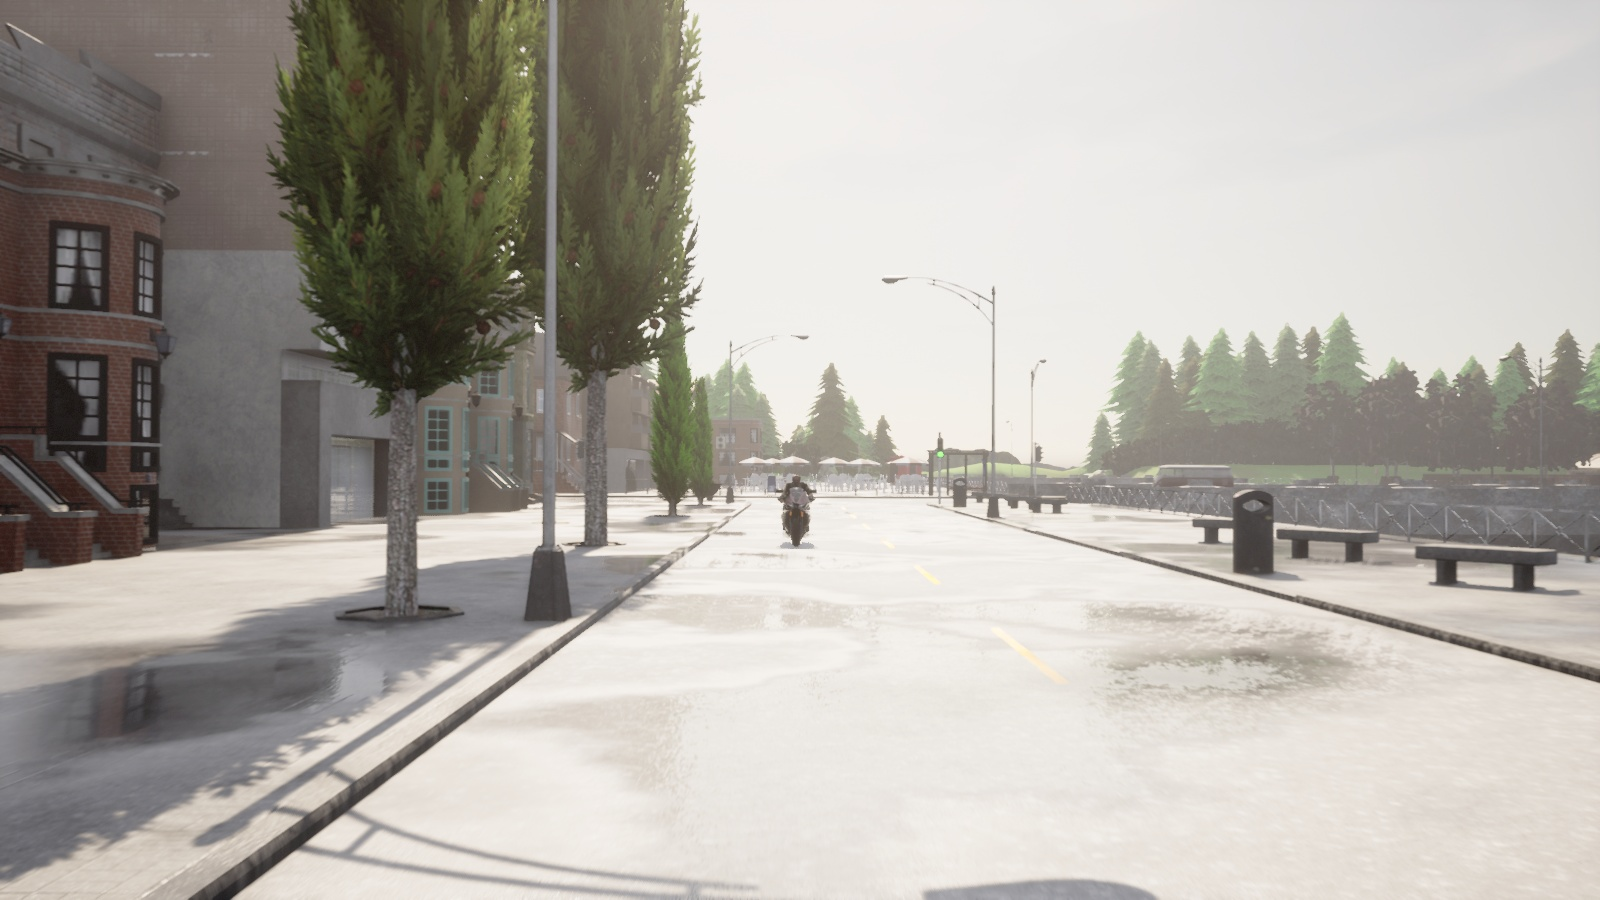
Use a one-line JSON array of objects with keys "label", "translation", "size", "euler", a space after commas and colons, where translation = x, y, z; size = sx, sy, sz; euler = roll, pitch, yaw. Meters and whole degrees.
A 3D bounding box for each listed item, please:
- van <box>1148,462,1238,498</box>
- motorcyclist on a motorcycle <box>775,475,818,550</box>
[{"label": "van", "translation": [22.045, 1.660, 70.539], "size": [4.442, 1.987, 1.775], "euler": [0, -1, 1]}, {"label": "motorcyclist on a motorcycle", "translation": [-0.070, 1.299, 26.798], "size": [0.866, 1.530, 2.191], "euler": [0, -1, 0]}]
